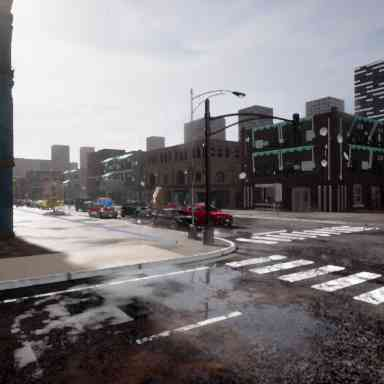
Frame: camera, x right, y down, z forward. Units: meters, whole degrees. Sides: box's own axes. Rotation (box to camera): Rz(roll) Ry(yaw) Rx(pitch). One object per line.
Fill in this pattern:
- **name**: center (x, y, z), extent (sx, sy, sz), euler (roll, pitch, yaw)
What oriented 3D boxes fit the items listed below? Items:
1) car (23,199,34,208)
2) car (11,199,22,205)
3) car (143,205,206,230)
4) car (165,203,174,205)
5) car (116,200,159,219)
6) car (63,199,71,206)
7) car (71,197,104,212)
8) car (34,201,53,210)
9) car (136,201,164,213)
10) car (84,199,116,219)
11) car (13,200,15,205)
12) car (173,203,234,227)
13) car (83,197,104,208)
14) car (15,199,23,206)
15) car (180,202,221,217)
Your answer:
- **car**: center (-31.640, 2.375, 66.123), extent (2.008, 1.369, 4.403), euler (-1, 0, -35)
- **car**: center (-44.439, 2.597, 84.188), extent (1.887, 1.381, 4.507), euler (-1, 0, -35)
- **car**: center (-1.315, 1.813, 23.116), extent (1.947, 1.339, 4.313), euler (-2, 0, -35)
- **car**: center (-2.402, 1.901, 39.355), extent (1.802, 1.307, 4.206), euler (-2, 0, -35)
- **car**: center (-5.509, 1.700, 33.739), extent (2.097, 1.767, 4.553), euler (-1, 0, -35)
- **car**: center (-28.003, 2.362, 75.486), extent (1.947, 1.339, 4.313), euler (-1, 0, -35)
- **car**: center (-14.861, 1.750, 46.999), extent (2.150, 2.045, 5.566), euler (-1, 0, -35)
- **car**: center (-25.141, 2.231, 56.951), extent (1.752, 1.417, 4.829), euler (-1, 0, -35)
- **car**: center (-5.601, 1.963, 43.871), extent (1.802, 1.307, 4.206), euler (-2, 0, -35)
- **car**: center (-9.242, 1.845, 34.508), extent (1.967, 1.590, 4.097), euler (-1, 0, -35)
- **car**: center (-41.240, 2.546, 79.672), extent (2.008, 1.369, 4.403), euler (-1, 0, -35)
- **car**: center (0.964, 1.696, 24.602), extent (1.882, 1.535, 5.008), euler (-1, 0, -35)
- **car**: center (-18.408, 1.937, 61.936), extent (2.192, 1.841, 5.009), euler (-1, 0, -35)
- **car**: center (-38.042, 2.379, 75.155), extent (1.967, 1.590, 4.097), euler (-1, 0, -35)
- **car**: center (0.797, 1.807, 34.838), extent (2.008, 1.369, 4.403), euler (-2, 0, -35)
